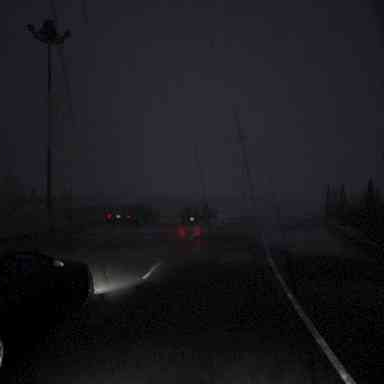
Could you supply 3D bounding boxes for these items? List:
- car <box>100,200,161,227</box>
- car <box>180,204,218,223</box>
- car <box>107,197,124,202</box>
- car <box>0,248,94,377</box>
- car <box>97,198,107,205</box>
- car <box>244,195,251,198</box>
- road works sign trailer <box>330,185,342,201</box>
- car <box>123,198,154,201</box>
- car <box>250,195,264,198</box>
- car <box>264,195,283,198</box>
[{"bbox_3d":[-3.810,1.525,22.480,2.033,1.411,5.357,0,0,15],"label":"car"},{"bbox_3d":[0.657,1.593,25.343,1.895,1.301,4.718,0,0,17],"label":"car"},{"bbox_3d":[-8.121,1.481,41.961,1.812,1.442,4.674,0,0,25],"label":"car"},{"bbox_3d":[-3.072,1.552,5.113,1.994,1.385,4.181,0,0,4],"label":"car"},{"bbox_3d":[-10.668,1.437,44.758,2.128,1.511,4.902,0,0,25],"label":"car"},{"bbox_3d":[13.685,1.512,78.114,4.892,1.490,1.837,0,0,-43],"label":"car"},{"bbox_3d":[27.148,0.530,62.172,2.880,3.560,2.380,0,0,-40],"label":"road works sign trailer"},{"bbox_3d":[-5.445,1.513,39.558,2.033,1.411,5.357,0,0,24],"label":"car"},{"bbox_3d":[15.927,1.617,75.425,4.718,1.301,1.895,0,0,-43],"label":"car"},{"bbox_3d":[18.525,1.531,73.054,4.892,1.490,1.837,0,0,-43],"label":"car"}]
